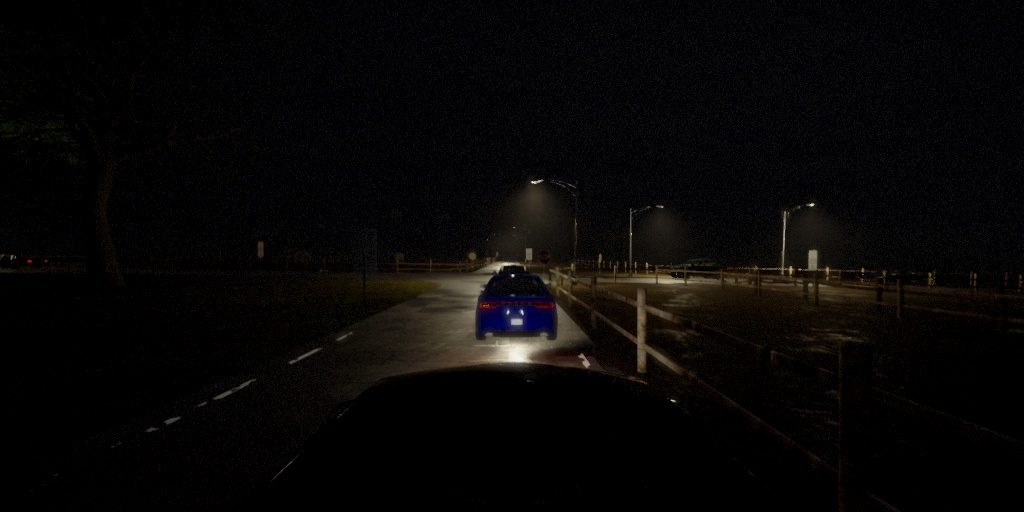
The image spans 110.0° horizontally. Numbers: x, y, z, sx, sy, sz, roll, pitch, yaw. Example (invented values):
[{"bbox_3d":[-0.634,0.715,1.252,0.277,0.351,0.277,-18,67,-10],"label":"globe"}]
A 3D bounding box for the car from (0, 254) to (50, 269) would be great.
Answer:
[{"bbox_3d":[-47.791,0.513,34.291,5.357,1.411,2.033,1,1,0],"label":"car"}]

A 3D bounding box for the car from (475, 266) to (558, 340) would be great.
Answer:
[{"bbox_3d":[0.104,1.220,9.933,1.882,1.535,5.008,0,0,0],"label":"car"}]

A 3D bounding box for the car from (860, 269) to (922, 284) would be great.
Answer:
[{"bbox_3d":[36.781,2.025,34.829,4.892,1.490,1.837,1,1,0],"label":"car"}]

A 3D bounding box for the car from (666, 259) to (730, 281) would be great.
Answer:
[{"bbox_3d":[18.010,1.300,34.718,5.566,2.045,2.150,1,1,0],"label":"car"}]
